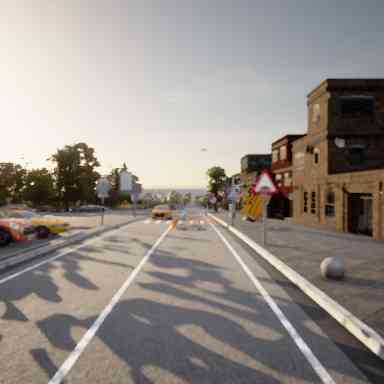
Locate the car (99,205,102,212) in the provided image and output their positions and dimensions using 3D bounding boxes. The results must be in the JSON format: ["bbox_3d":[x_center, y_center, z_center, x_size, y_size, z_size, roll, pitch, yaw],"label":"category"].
[{"bbox_3d":[-21.791,3.508,70.240,4.892,1.521,2.231,0,-2,0],"label":"car"}]

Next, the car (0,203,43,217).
[{"bbox_3d":[-21.946,2.327,42.654,4.553,1.767,2.185,0,-2,0],"label":"car"}]

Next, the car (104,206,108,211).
[{"bbox_3d":[-21.789,3.632,73.511,5.008,1.535,2.097,0,-2,0],"label":"car"}]

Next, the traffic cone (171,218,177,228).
[{"bbox_3d":[-1.368,2.305,24.355,0.340,0.580,0.340,0,-2,0],"label":"traffic cone"}]

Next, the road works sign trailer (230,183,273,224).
[{"bbox_3d":[4.336,0.673,23.090,2.880,2.380,3.560,31,8,29],"label":"road works sign trailer"}]

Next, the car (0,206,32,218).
[{"bbox_3d":[-21.887,2.374,39.479,4.674,1.452,2.002,0,-2,0],"label":"car"}]

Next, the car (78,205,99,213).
[{"bbox_3d":[-21.808,3.422,66.965,4.674,1.452,2.002,0,-2,0],"label":"car"}]

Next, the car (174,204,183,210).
[{"bbox_3d":[-3.065,3.543,77.762,2.097,1.767,4.553,0,-2,0],"label":"car"}]

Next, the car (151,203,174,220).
[{"bbox_3d":[-3.304,2.230,36.521,1.882,1.535,5.008,0,-2,0],"label":"car"}]

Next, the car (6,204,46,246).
[{"bbox_3d":[-9.571,1.482,15.189,4.553,1.767,2.185,0,-1,0],"label":"car"}]

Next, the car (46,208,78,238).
[{"bbox_3d":[-9.368,1.666,18.105,5.366,1.575,1.946,0,-1,0],"label":"car"}]

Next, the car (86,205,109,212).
[{"bbox_3d":[-21.767,3.792,76.656,4.674,1.452,2.002,0,-2,0],"label":"car"}]

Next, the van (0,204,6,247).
[{"bbox_3d":[-9.643,1.331,12.154,4.442,1.987,1.878,0,-1,0],"label":"van"}]
